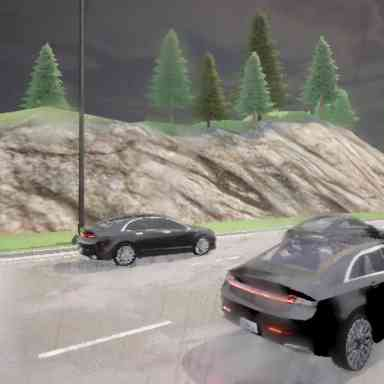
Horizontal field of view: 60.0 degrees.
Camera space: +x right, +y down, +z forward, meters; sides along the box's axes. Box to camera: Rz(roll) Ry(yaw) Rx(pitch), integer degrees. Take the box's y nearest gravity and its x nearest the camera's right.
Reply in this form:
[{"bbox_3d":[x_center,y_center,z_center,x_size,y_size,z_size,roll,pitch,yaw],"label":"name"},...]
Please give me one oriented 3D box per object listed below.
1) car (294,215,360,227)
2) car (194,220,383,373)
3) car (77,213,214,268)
[{"bbox_3d":[5.124,1.525,11.715,4.674,1.442,1.812,0,0,-36],"label":"car"},{"bbox_3d":[2.689,1.491,5.671,4.902,1.511,2.128,0,0,-36],"label":"car"},{"bbox_3d":[-1.361,1.504,11.381,4.892,1.490,1.837,0,0,-36],"label":"car"}]
